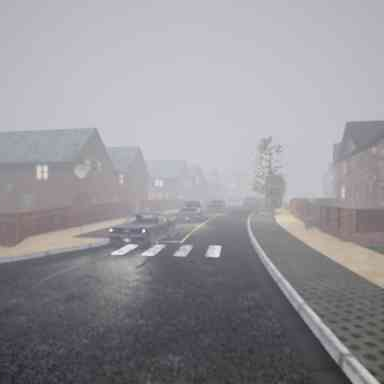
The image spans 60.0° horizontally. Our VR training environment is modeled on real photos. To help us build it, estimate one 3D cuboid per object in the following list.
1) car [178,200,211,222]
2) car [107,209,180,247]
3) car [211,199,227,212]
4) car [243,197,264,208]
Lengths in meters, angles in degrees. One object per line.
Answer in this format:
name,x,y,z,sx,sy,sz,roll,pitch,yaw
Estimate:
car,0.055,1.475,28.022,2.097,1.767,4.553,0,0,11
car,-2.221,1.676,15.775,1.895,1.301,4.718,0,0,12
car,3.031,1.638,40.830,1.882,1.535,5.008,0,0,16
car,9.124,1.523,50.529,2.097,1.767,4.553,0,0,20
